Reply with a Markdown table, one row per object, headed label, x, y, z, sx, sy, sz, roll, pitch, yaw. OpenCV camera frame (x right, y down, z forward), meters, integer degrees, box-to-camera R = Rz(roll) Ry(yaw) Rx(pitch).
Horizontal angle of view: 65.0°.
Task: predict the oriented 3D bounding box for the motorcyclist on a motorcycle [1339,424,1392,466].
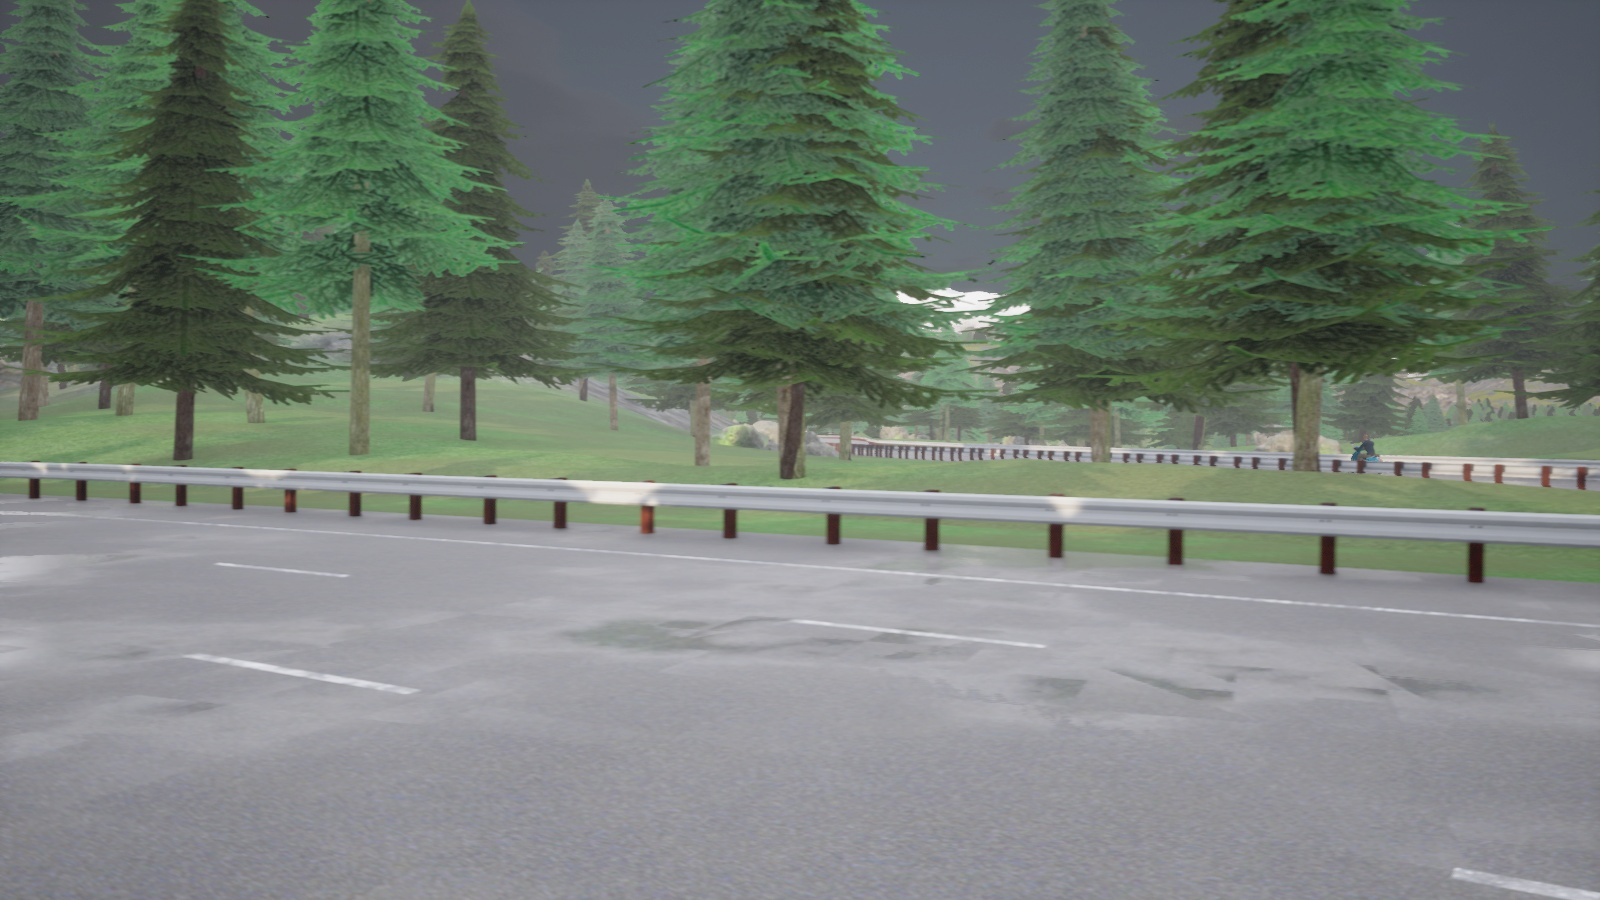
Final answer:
| label | x | y | z | sx | sy | sz | roll | pitch | yaw |
| --- | --- | --- | --- | --- | --- | --- | --- | --- | --- |
| motorcyclist on a motorcycle | 21.999 | -0.196 | 48.904 | 0.866 | 1.590 | 1.817 | -1 | 1 | -20 |
